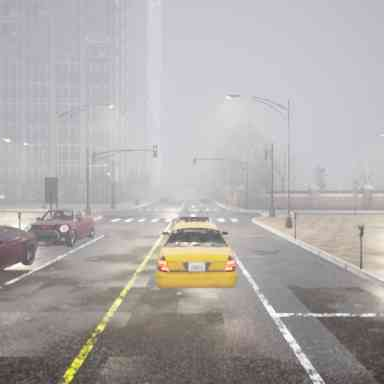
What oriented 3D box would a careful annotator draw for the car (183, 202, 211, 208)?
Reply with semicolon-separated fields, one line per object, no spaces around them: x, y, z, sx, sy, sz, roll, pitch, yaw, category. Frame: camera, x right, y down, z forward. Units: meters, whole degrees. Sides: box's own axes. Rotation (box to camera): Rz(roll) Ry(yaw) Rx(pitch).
0.098;1.529;19.413;2.033;1.411;5.357;0;0;0;car

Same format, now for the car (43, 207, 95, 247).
-5.704;1.429;14.642;1.967;1.590;4.097;0;0;0;car

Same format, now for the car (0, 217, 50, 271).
-5.699;1.577;8.949;1.802;1.307;4.206;0;0;0;car

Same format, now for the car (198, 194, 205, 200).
2.607;1.386;91.470;1.887;1.381;4.507;0;0;0;car

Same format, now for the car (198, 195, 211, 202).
2.693;1.475;63.673;1.947;1.339;4.313;0;0;0;car

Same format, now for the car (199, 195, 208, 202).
2.622;1.434;74.788;1.887;1.381;4.507;0;0;0;car

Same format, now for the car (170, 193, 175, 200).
-5.913;1.301;85.848;1.967;1.590;4.097;0;0;0;car

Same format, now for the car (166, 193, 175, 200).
-5.917;1.157;91.407;2.192;1.841;5.009;0;0;0;car

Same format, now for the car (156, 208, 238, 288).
0.090;1.451;9.150;1.801;1.575;5.366;0;0;0;car

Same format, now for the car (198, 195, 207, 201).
2.617;1.427;80.348;2.008;1.369;4.403;0;0;0;car

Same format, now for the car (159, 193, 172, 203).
-5.899;1.466;69.164;1.947;1.339;4.313;0;0;0;car
